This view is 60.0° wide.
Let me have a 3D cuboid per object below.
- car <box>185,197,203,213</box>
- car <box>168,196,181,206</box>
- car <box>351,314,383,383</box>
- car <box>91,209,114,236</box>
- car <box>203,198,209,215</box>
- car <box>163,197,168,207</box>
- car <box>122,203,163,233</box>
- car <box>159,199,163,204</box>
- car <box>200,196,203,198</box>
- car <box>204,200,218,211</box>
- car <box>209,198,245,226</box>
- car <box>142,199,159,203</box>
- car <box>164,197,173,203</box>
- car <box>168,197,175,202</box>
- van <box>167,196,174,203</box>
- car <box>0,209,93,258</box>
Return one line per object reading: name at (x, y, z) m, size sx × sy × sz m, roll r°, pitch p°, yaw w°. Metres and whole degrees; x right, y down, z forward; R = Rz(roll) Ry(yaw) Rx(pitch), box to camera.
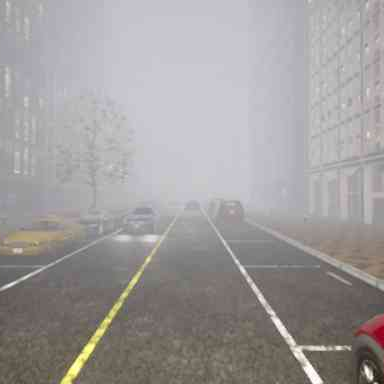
car at (0.104, 1.746, 41.217) m, size 1.882 × 1.535 × 5.008 m, roll 0°, pitch 0°, yaw 0°
car at (-3.019, 1.943, 62.960) m, size 2.033 × 1.411 × 5.357 m, roll 0°, pitch 0°, yaw 1°
car at (2.693, 1.455, 2.040) m, size 1.967 × 1.590 × 4.097 m, roll 0°, pitch 0°, yaw 0°
car at (-5.688, 1.679, 19.127) m, size 2.008 × 1.369 × 4.403 m, roll 0°, pitch 0°, yaw 0°
car at (2.695, 1.552, 36.194) m, size 2.192 × 1.841 × 5.009 m, roll 0°, pitch 0°, yaw 0°
car at (-5.687, 1.955, 58.971) m, size 1.802 × 1.307 × 4.206 m, roll 0°, pitch 0°, yaw 0°
car at (-3.100, 1.666, 21.013) m, size 1.812 × 1.442 × 4.674 m, roll 0°, pitch 0°, yaw 0°
car at (-5.687, 1.872, 47.588) m, size 1.947 × 1.339 × 4.313 m, roll 0°, pitch 0°, yaw 0°
car at (2.694, 2.036, 76.036) m, size 1.947 × 1.339 × 4.313 m, roll 0°, pitch 0°, yaw 0°
car at (2.694, 1.833, 47.745) m, size 1.752 × 1.417 × 4.829 m, roll 0°, pitch 0°, yaw 0°
car at (2.695, 1.480, 24.809) m, size 2.192 × 1.841 × 5.009 m, roll 0°, pitch 0°, yaw 0°
car at (-5.687, 1.823, 41.896) m, size 2.008 × 1.369 × 4.403 m, roll 0°, pitch 0°, yaw 0°
car at (-5.686, 2.047, 81.741) m, size 1.887 × 1.381 × 4.507 m, roll 0°, pitch 0°, yaw 0°
car at (-5.686, 2.146, 93.126) m, size 1.802 × 1.307 × 4.206 m, roll 0°, pitch 0°, yaw 0°
van at (-5.685, 1.875, 87.435) m, size 1.690 × 1.788 × 3.998 m, roll 0°, pitch 0°, yaw 0°
car at (-5.688, 1.615, 13.264) m, size 1.752 × 1.417 × 4.829 m, roll 0°, pitch 0°, yaw 0°
